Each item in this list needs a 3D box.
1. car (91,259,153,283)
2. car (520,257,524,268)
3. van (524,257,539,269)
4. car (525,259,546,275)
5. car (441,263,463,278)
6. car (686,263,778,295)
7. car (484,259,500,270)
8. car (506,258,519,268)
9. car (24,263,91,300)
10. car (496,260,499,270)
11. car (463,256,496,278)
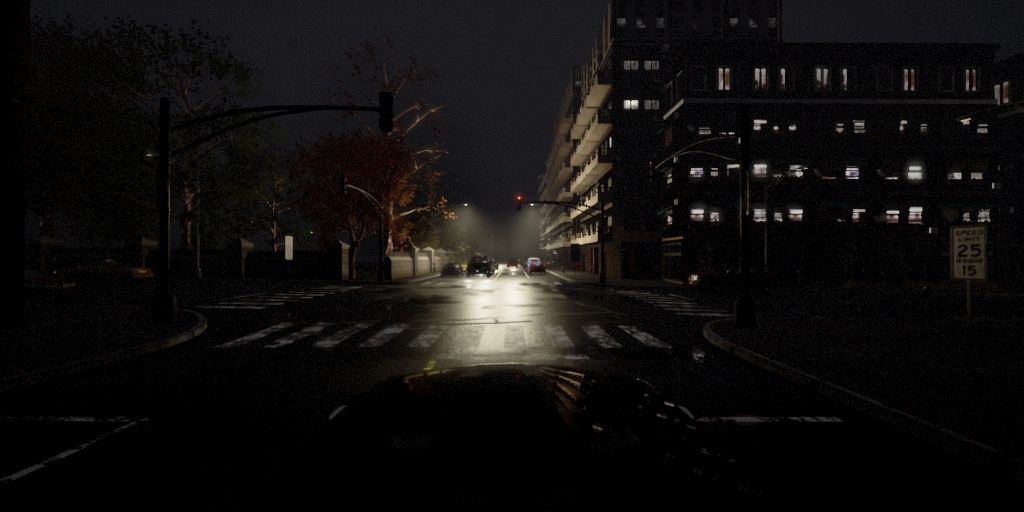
[{"bbox_3d":[-24.714,0.882,21.690,4.829,1.417,1.751,0,0,0],"label":"car"},{"bbox_3d":[2.772,1.228,56.875,1.967,1.591,4.097,0,0,0],"label":"car"},{"bbox_3d":[2.756,1.114,45.615,1.690,1.789,3.998,0,0,0],"label":"van"},{"bbox_3d":[2.747,1.313,39.985,1.888,1.381,4.507,0,0,0],"label":"car"},{"bbox_3d":[-5.642,1.329,34.367,1.948,1.339,4.313,0,0,0],"label":"car"},{"bbox_3d":[13.479,1.353,21.998,5.009,1.841,2.192,0,0,0],"label":"car"},{"bbox_3d":[-3.010,1.277,55.005,2.128,1.511,4.902,0,0,0],"label":"car"},{"bbox_3d":[0.090,1.302,62.659,1.837,1.490,4.892,0,0,0],"label":"car"},{"bbox_3d":[-18.945,1.006,13.356,4.207,1.307,1.802,0,0,0],"label":"car"},{"bbox_3d":[-3.034,1.320,44.906,2.033,1.411,5.357,0,0,0],"label":"car"},{"bbox_3d":[-3.037,0.985,34.654,2.150,2.045,5.566,0,0,1],"label":"car"}]
